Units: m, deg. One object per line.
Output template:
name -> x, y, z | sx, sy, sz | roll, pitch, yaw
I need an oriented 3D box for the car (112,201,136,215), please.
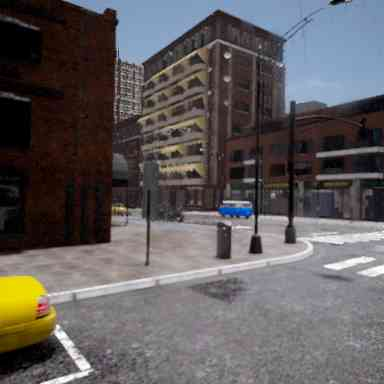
car -> -8.567, 1.933, 39.020 | 1.752, 1.417, 4.829 | 1, -1, -35

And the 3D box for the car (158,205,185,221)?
car -> -2.366, 1.865, 30.056 | 1.947, 1.339, 4.313 | 1, -1, -35

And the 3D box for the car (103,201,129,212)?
car -> -10.840, 2.034, 47.052 | 1.837, 1.490, 4.892 | 2, -2, -35

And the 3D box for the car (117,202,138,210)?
car -> -11.218, 2.362, 57.576 | 1.947, 1.339, 4.313 | 1, -1, -35

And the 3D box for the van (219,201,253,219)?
van -> 4.527, 1.862, 34.822 | 1.690, 1.788, 3.998 | 1, -1, -35

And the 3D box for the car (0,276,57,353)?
car -> -4.164, 1.514, 3.741 | 4.829, 1.417, 1.752 | 1, 1, -35
